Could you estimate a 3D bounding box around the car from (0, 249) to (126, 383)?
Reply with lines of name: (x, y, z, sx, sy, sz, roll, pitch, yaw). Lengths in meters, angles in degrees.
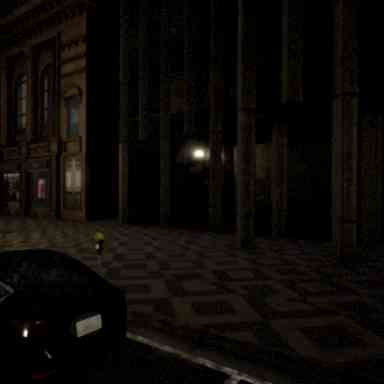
car: (-2.862, 1.544, 5.001, 4.313, 1.339, 1.947, 0, 0, 35)
